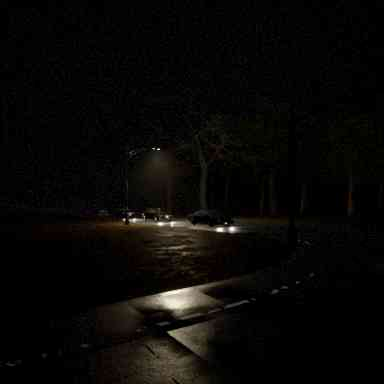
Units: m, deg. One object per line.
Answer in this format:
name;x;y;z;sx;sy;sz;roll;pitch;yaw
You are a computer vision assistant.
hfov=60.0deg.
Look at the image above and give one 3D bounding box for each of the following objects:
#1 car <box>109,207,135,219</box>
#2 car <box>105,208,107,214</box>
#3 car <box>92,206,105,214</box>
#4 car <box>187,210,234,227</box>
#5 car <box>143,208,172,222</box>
car;-9.597;2.898;46.550;2.128;1.511;4.902;1;-2;-33
car;-13.169;3.373;58.746;1.994;1.385;4.181;1;-2;-33
car;-18.663;3.587;67.118;2.128;1.511;4.902;1;-2;-33
car;1.478;2.283;29.645;2.033;1.411;5.357;0;-2;-30
car;-4.020;2.581;38.010;1.837;1.490;4.892;1;-2;-33
